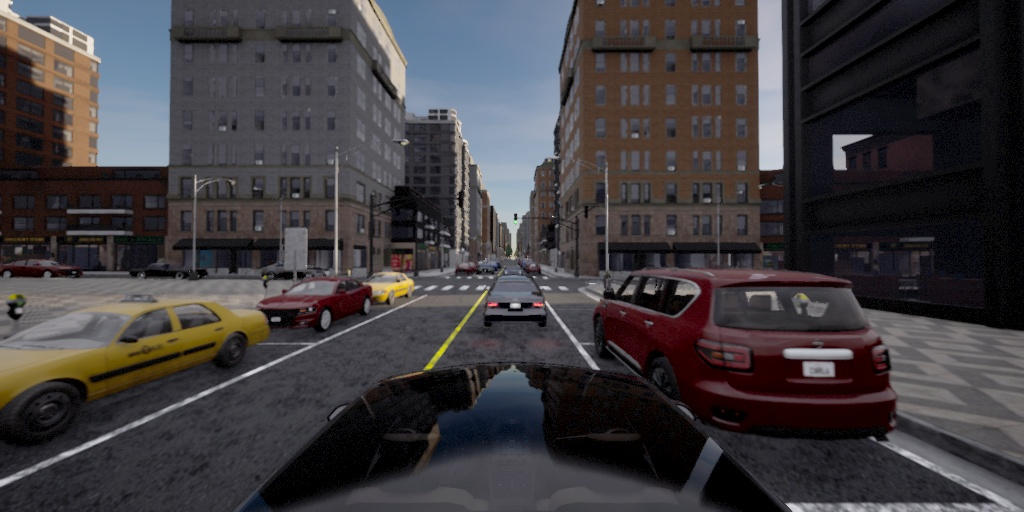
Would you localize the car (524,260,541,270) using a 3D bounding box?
[{"bbox_3d":[2.658,1.525,43.782,1.802,1.307,4.207,0,0,0],"label":"car"}]

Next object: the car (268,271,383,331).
[{"bbox_3d":[-5.859,1.338,11.145,1.888,1.381,4.507,0,0,0],"label":"car"}]

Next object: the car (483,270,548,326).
[{"bbox_3d":[0.093,1.344,11.807,2.033,1.411,5.357,0,0,0],"label":"car"}]

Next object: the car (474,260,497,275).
[{"bbox_3d":[-3.118,1.504,43.114,1.994,1.385,4.181,0,0,-1],"label":"car"}]

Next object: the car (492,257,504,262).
[{"bbox_3d":[-3.051,1.259,63.845,2.150,2.045,5.566,0,0,0],"label":"car"}]

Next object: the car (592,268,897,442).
[{"bbox_3d":[2.668,1.082,5.514,2.192,1.841,5.009,0,0,0],"label":"car"}]

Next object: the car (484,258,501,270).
[{"bbox_3d":[-3.103,1.464,53.147,1.882,1.535,5.008,0,0,0],"label":"car"}]

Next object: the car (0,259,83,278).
[{"bbox_3d":[-36.759,1.010,28.078,5.008,1.535,1.882,1,-1,0],"label":"car"}]

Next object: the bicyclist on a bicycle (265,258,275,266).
[{"bbox_3d":[-23.021,1.049,34.230,0.582,1.620,1.656,0,-1,0],"label":"bicyclist on a bicycle"}]

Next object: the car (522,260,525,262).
[{"bbox_3d":[2.656,1.551,49.455,1.802,1.307,4.207,0,0,0],"label":"car"}]

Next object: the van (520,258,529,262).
[{"bbox_3d":[2.653,1.364,60.802,1.690,1.789,3.998,0,0,0],"label":"van"}]

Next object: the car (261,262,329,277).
[{"bbox_3d":[-16.767,1.205,27.951,4.902,1.511,2.128,1,-1,1],"label":"car"}]

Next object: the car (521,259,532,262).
[{"bbox_3d":[2.655,1.578,55.128,1.802,1.307,4.207,0,0,0],"label":"car"}]

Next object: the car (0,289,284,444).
[{"bbox_3d":[-5.858,1.292,5.350,1.751,1.417,4.829,0,0,0],"label":"car"}]

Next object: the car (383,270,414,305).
[{"bbox_3d":[-5.861,1.344,16.599,1.751,1.417,4.829,0,0,0],"label":"car"}]

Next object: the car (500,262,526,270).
[{"bbox_3d":[0.104,1.529,34.739,1.895,1.301,4.718,0,0,0],"label":"car"}]

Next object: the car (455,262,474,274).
[{"bbox_3d":[-5.868,1.488,43.788,1.888,1.381,4.507,0,0,0],"label":"car"}]

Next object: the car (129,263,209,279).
[{"bbox_3d":[-26.664,1.225,28.009,4.718,1.301,1.895,1,-1,0],"label":"car"}]
